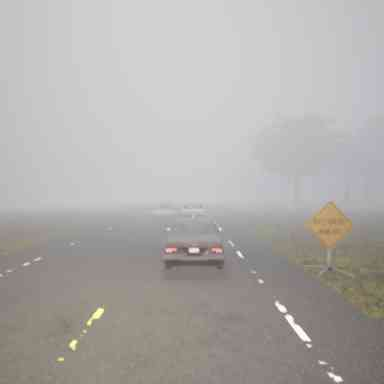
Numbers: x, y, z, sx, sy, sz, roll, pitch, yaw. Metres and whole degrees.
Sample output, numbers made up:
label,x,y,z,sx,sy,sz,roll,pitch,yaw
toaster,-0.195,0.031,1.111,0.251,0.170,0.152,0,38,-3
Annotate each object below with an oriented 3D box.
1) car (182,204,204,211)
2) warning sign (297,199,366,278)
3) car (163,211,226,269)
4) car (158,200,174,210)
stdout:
label,x,y,z,sx,sy,sz,roll,pitch,yaw
car,0.098,1.692,29.486,1.895,1.301,4.718,0,0,0
warning sign,3.565,1.148,8.639,1.300,1.860,1.060,1,1,0
car,0.072,1.588,11.258,2.033,1.411,5.357,0,0,0
car,-3.564,1.740,45.795,1.895,1.301,4.718,0,0,0
